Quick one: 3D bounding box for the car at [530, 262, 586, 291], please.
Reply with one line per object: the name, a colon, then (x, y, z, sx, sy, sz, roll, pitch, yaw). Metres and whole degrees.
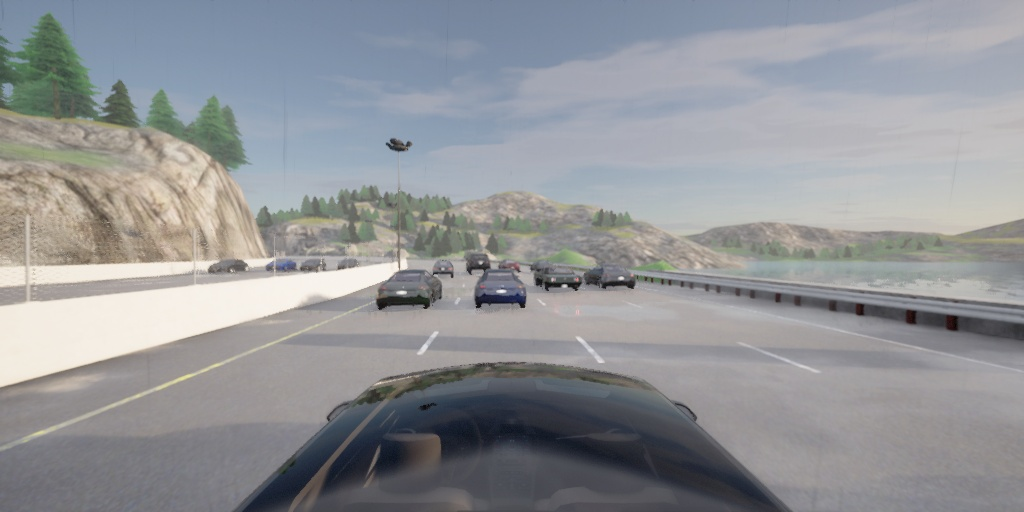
car: (2.477, 1.242, 20.686, 1.895, 1.301, 4.718, 0, 0, -6)

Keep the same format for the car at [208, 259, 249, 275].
car: (-28.634, 1.074, 36.429, 1.837, 1.490, 4.892, 0, 0, -13)

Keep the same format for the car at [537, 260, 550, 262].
car: (3.269, 1.103, 38.543, 1.994, 1.385, 4.181, 0, 0, -11)

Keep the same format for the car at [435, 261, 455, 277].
car: (-6.200, 1.127, 32.364, 2.033, 1.411, 5.357, 0, 0, -10)

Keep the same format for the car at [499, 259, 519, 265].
car: (-0.367, 1.066, 38.894, 1.812, 1.442, 4.674, 0, 0, -11)

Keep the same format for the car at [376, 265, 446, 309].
car: (-4.021, 1.243, 14.553, 1.994, 1.385, 4.181, 0, 0, -4)

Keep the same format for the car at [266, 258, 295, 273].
car: (-26.026, 1.020, 40.632, 1.882, 1.535, 5.008, 0, 0, -14)

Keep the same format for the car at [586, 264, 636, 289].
car: (5.831, 1.197, 21.864, 1.994, 1.385, 4.181, 0, 0, -6)

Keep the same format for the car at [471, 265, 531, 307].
car: (-0.544, 1.239, 14.955, 1.994, 1.385, 4.181, 0, 0, -4)

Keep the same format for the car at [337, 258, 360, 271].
car: (-19.279, 1.033, 42.483, 1.837, 1.490, 4.892, 0, 0, -14)

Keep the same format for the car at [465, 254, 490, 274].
car: (-3.545, 0.772, 37.099, 2.150, 2.045, 5.566, 0, 0, -11)

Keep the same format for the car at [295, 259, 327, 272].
car: (-22.431, 1.047, 40.620, 1.837, 1.490, 4.892, 0, 0, -14)
